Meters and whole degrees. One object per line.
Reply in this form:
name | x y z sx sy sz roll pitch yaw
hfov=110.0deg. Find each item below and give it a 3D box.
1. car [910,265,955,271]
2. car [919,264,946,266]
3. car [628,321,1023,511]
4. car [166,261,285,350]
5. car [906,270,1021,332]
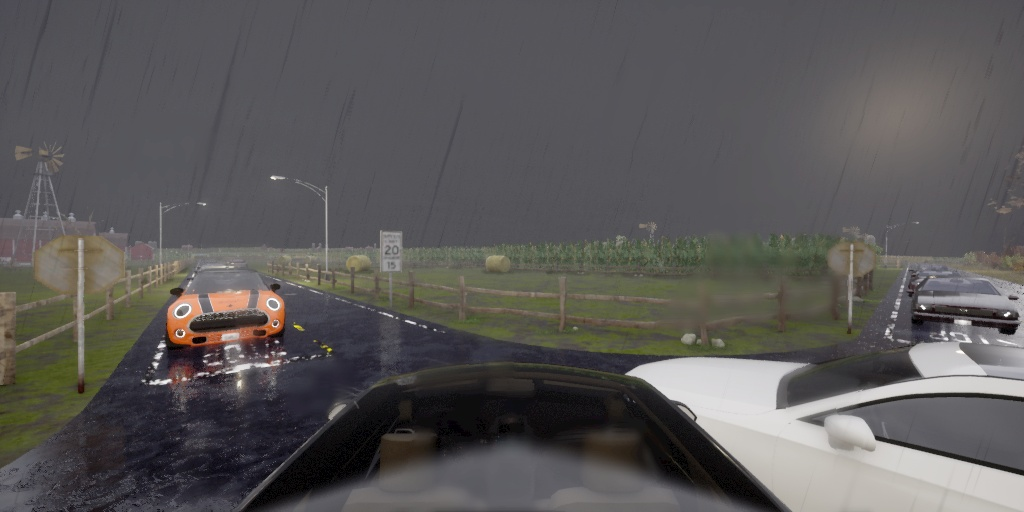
car | 21.121 1.358 17.742 4.181 1.385 1.994 0 1 -42
car | 28.790 1.300 24.617 4.902 1.511 2.128 0 1 -42
car | 2.868 1.293 2.162 1.812 1.442 4.674 0 1 -43
car | -7.429 1.135 9.416 2.097 1.767 4.553 0 0 -39
car | 13.686 1.331 11.065 5.357 1.411 2.033 0 1 -42
